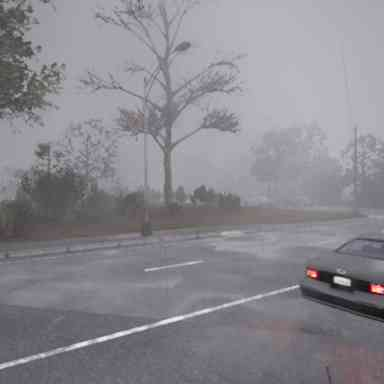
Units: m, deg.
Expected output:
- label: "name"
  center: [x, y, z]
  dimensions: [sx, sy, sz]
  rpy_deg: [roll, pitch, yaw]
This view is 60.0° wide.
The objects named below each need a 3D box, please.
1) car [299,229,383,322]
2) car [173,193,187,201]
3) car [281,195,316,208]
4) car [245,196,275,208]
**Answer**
- label: "car"
  center: [4.510, 1.481, 6.855]
  dimensions: [5.357, 1.411, 2.033]
  rpy_deg: [-1, 0, -35]
- label: "car"
  center: [-3.001, 1.156, 69.198]
  dimensions: [2.150, 2.045, 5.566]
  rpy_deg: [-1, -1, -23]
- label: "car"
  center: [13.461, 1.211, 42.113]
  dimensions: [1.837, 1.490, 4.892]
  rpy_deg: [-1, 0, -28]
- label: "car"
  center: [8.797, 1.270, 43.531]
  dimensions: [1.812, 1.442, 4.674]
  rpy_deg: [-1, 0, -28]
